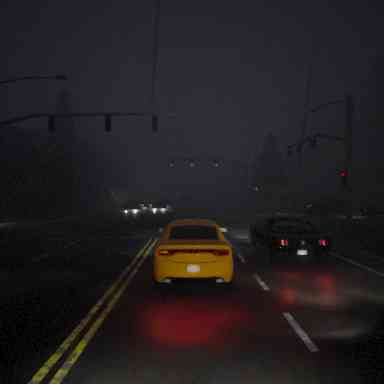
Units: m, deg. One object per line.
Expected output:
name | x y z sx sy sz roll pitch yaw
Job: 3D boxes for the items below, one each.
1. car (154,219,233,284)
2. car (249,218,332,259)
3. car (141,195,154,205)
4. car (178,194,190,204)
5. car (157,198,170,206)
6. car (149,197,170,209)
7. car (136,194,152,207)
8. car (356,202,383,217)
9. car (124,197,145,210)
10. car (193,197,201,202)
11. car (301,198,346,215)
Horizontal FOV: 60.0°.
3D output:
car | 0.026 1.512 9.695 1.882 1.535 5.008 0 0 0
car | 3.484 1.646 12.810 1.895 1.301 4.718 0 0 -1
car | -8.645 1.578 65.409 2.097 1.767 4.553 0 0 -1
car | -1.609 1.461 69.184 2.150 2.045 5.566 0 0 -1
car | -5.031 1.770 59.631 1.994 1.385 4.181 0 0 -1
car | -4.795 1.736 49.602 1.994 1.385 4.181 0 0 -2
car | -8.443 1.414 55.610 2.150 2.045 5.566 0 0 -1
car | 18.771 1.659 32.054 5.357 1.411 2.033 0 0 -2
car | -8.210 1.724 46.289 1.994 1.385 4.181 0 0 -1
car | 1.302 1.900 88.067 1.895 1.301 4.718 0 0 -1
car | 14.082 1.475 35.420 4.553 1.767 2.097 0 0 -2
